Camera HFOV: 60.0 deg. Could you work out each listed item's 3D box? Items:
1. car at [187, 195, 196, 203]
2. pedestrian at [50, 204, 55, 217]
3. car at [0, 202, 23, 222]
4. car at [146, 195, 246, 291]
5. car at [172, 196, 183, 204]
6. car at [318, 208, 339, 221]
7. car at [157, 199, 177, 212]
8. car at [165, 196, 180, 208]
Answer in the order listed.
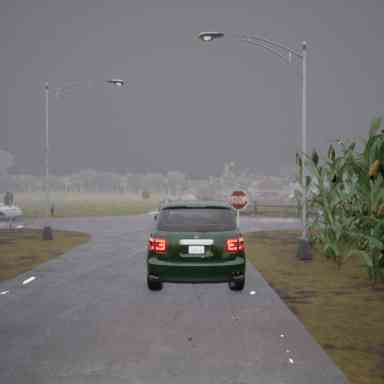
[{"bbox_3d":[-0.052,1.474,71.243,1.882,1.535,5.008,0,0,0],"label":"car"},{"bbox_3d":[-12.236,1.612,29.176,0.500,1.100,0.500,0,2,0],"label":"pedestrian"},{"bbox_3d":[-15.777,1.506,26.018,4.674,1.442,1.812,0,2,0],"label":"car"},{"bbox_3d":[0.087,1.217,9.161,2.150,2.045,5.566,0,0,0],"label":"car"},{"bbox_3d":[-2.898,1.559,66.395,1.994,1.385,4.181,0,0,1],"label":"car"},{"bbox_3d":[12.473,1.468,26.229,4.902,1.511,2.128,0,2,-2],"label":"car"},{"bbox_3d":[-2.921,1.552,39.842,1.994,1.385,4.181,0,0,0],"label":"car"},{"bbox_3d":[-2.928,1.468,51.043,1.882,1.535,5.008,0,1,0],"label":"car"}]
